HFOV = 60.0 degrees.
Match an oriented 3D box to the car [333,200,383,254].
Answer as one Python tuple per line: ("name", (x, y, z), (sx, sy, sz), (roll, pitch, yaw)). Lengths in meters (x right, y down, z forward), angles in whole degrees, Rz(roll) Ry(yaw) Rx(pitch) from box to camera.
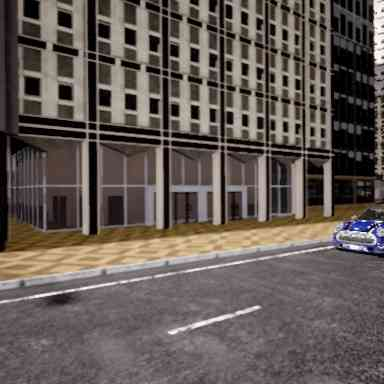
("car", (7.571, 1.359, 13.076), (4.553, 1.767, 2.097), (0, 0, -35))

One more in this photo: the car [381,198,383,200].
("car", (36.902, 1.364, 60.507), (1.887, 1.381, 4.507), (0, 0, -34))
